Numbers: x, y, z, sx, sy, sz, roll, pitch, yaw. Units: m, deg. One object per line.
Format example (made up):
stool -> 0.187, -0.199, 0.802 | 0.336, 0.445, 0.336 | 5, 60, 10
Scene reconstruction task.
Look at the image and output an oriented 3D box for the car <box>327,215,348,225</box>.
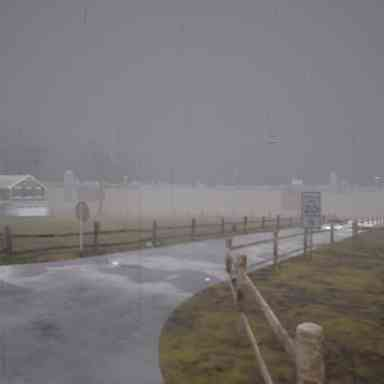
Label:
car -> 20.033, 3.849, 45.724 | 1.895, 1.301, 4.718 | 0, -3, 35
